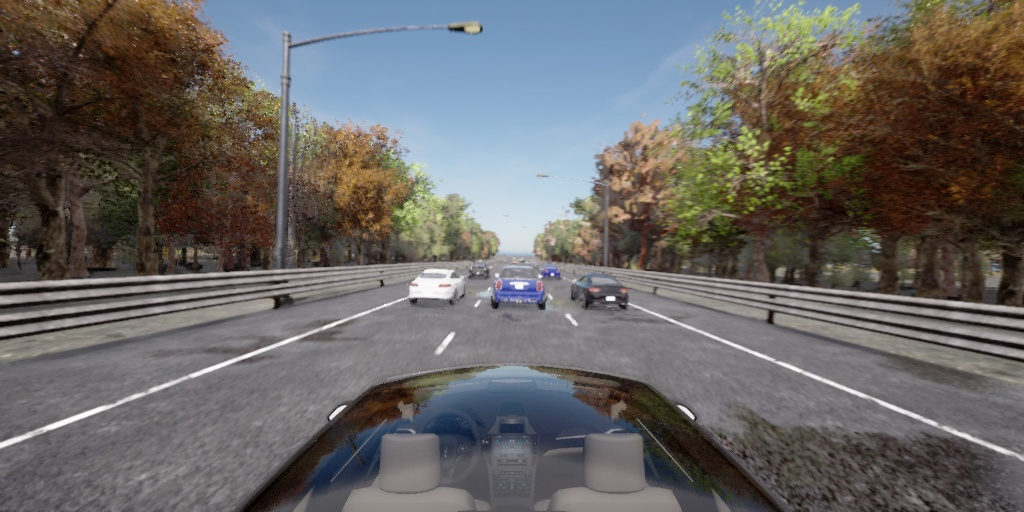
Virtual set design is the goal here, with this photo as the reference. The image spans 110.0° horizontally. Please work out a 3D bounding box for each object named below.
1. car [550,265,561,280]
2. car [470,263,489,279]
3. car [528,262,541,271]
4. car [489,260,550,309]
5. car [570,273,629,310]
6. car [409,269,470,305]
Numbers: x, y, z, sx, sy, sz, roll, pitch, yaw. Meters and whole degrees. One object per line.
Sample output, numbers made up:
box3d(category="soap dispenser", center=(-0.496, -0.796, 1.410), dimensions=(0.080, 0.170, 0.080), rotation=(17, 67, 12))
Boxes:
box3d(category="car", center=(3.924, 1.631, 37.039), dimensions=(1.812, 1.442, 4.674), rotation=(2, 0, 0))
box3d(category="car", center=(-3.086, 1.399, 35.094), dimensions=(2.128, 1.511, 4.902), rotation=(2, 0, 0))
box3d(category="car", center=(4.110, 1.838, 65.033), dimensions=(2.033, 1.411, 5.357), rotation=(2, 0, 0))
box3d(category="car", center=(0.291, 1.213, 15.902), dimensions=(2.097, 1.767, 4.553), rotation=(2, 0, 0))
box3d(category="car", center=(3.784, 1.479, 15.972), dimensions=(1.812, 1.442, 4.674), rotation=(2, 0, 0))
box3d(category="car", center=(-3.212, 1.296, 16.020), dimensions=(1.812, 1.442, 4.674), rotation=(2, 0, 0))
